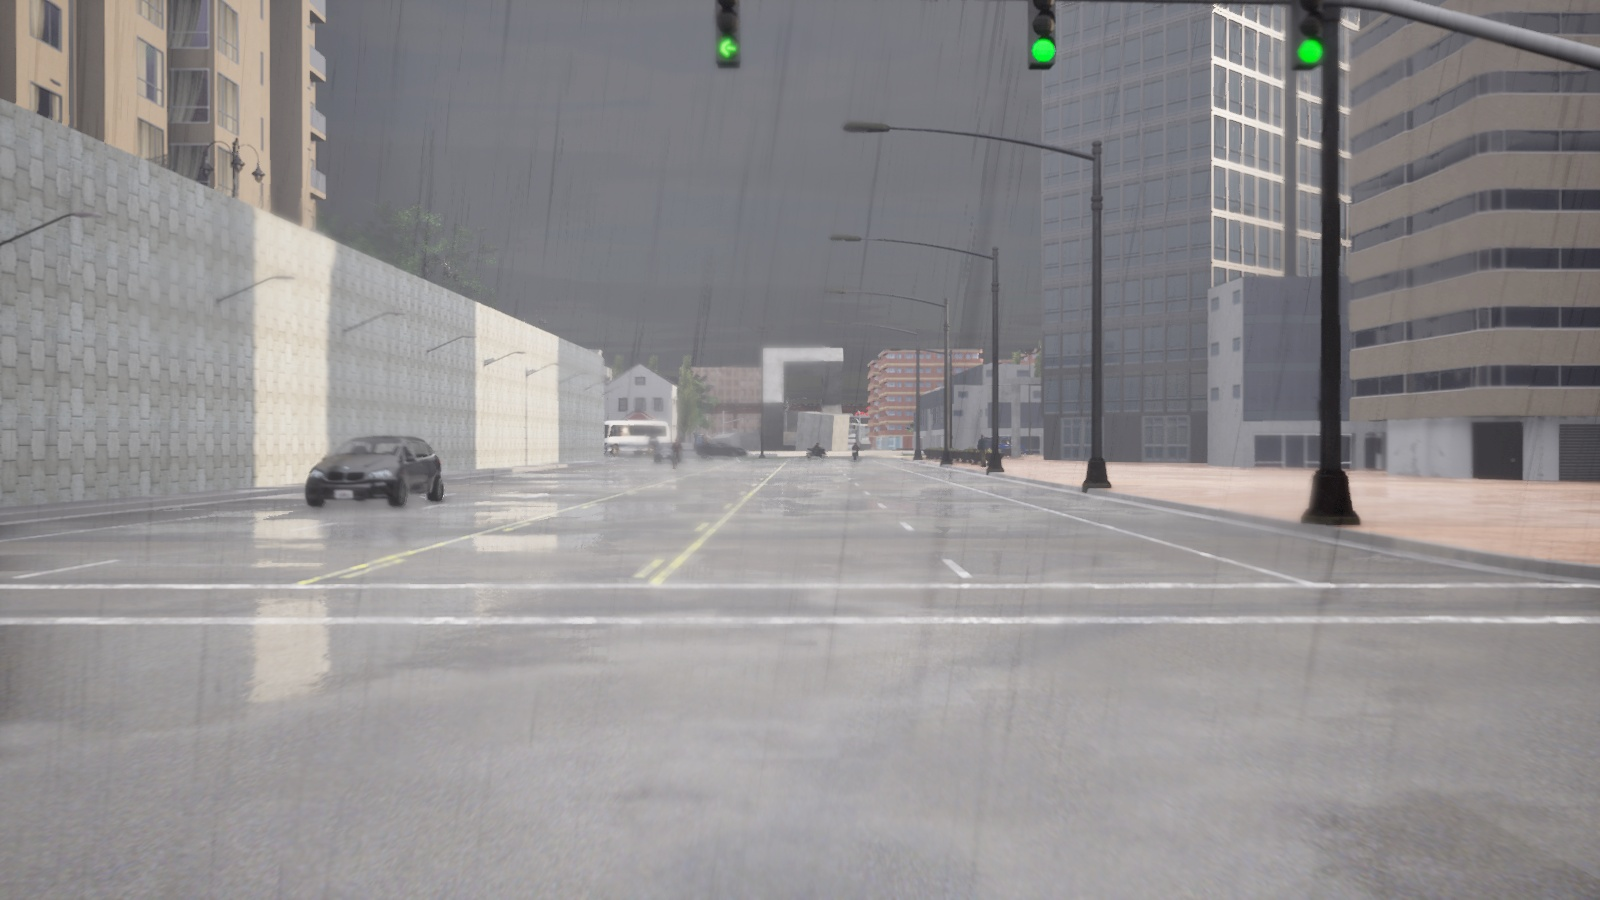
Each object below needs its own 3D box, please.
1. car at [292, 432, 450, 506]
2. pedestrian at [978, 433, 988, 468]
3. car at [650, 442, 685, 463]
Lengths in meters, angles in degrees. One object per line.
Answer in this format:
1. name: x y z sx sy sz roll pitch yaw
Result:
1. car: -10.311 0.410 30.583 2.242 1.667 4.611 0 0 0
2. pedestrian: 9.932 0.026 68.103 0.402 1.842 0.726 0 0 -4
3. car: -9.937 0.162 94.585 2.128 1.511 4.902 0 0 0
